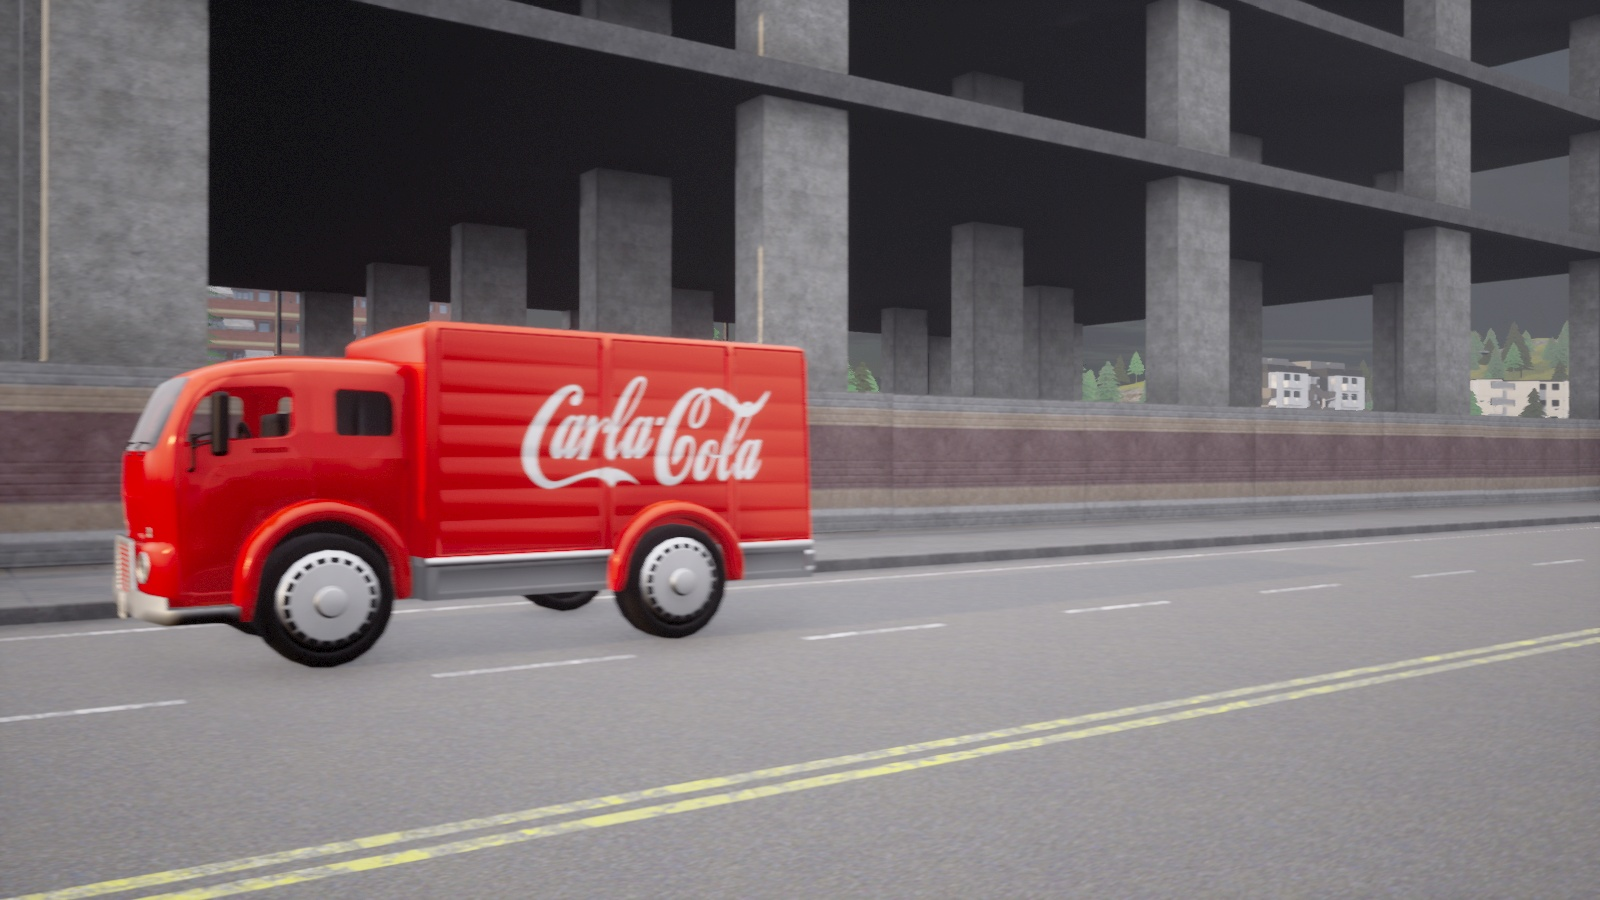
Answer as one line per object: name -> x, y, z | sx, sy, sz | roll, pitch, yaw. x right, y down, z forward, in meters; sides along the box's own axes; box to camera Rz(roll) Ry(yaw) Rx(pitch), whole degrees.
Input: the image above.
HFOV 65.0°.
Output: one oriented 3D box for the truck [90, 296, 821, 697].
truck -> -2.708, 0.289, 10.305 | 5.204, 2.467, 2.627 | 0, 0, -35
